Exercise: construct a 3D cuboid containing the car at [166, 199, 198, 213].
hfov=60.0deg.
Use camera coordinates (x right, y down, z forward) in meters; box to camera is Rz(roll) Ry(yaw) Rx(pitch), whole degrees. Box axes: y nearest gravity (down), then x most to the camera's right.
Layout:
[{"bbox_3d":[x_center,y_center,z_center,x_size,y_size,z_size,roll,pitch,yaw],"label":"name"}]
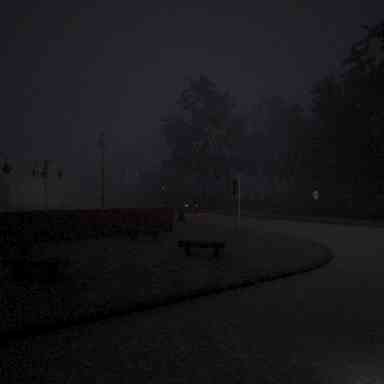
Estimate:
[{"bbox_3d":[-1.150,1.526,35.698,1.812,1.442,4.674,0,0,-35],"label":"car"}]
